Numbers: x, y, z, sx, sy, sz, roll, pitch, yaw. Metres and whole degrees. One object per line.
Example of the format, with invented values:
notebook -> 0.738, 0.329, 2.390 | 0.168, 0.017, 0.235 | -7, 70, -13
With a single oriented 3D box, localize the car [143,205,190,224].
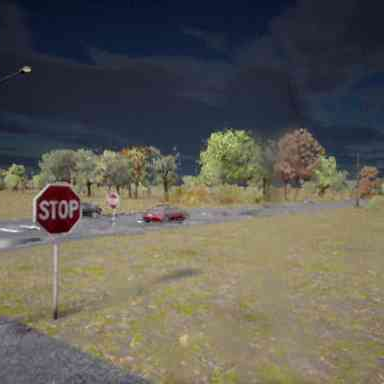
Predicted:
car -> -2.003, 1.750, 26.856 | 1.994, 1.385, 4.181 | 1, 0, 36

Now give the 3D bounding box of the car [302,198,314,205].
car -> 28.253, 2.298, 80.813 | 2.128, 1.511, 4.902 | 1, 0, 36

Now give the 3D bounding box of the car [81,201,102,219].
car -> -9.883, 1.576, 27.891 | 1.837, 1.490, 4.892 | 1, 2, 36
